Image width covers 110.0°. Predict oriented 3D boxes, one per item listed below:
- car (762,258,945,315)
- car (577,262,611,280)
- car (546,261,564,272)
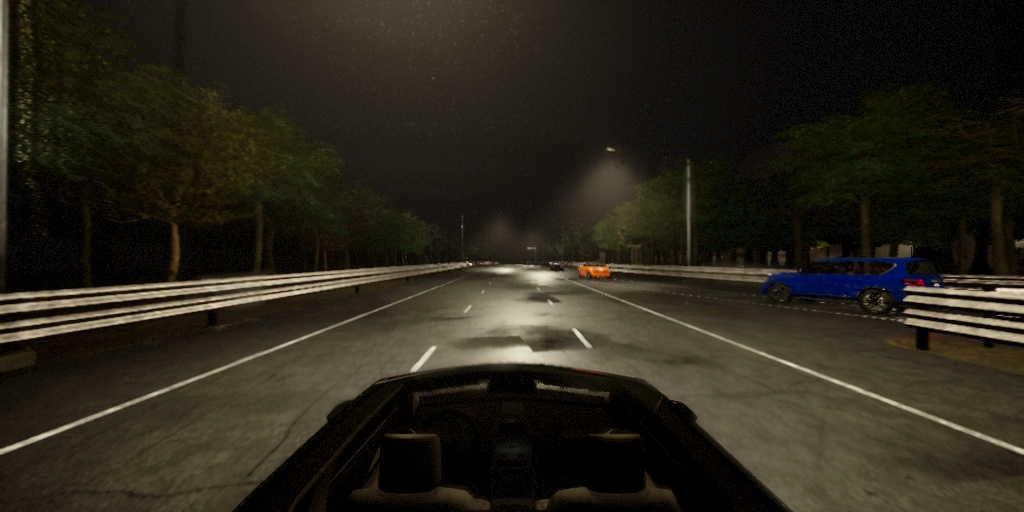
[{"bbox_3d":[13.435,1.097,14.629,2.150,2.045,5.566,0,-1,-20],"label":"car"},{"bbox_3d":[8.103,1.377,35.934,2.097,1.767,4.553,0,0,-8],"label":"car"},{"bbox_3d":[6.972,1.772,56.868,1.895,1.301,4.718,0,0,1],"label":"car"}]
